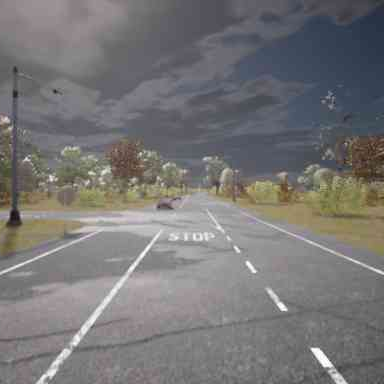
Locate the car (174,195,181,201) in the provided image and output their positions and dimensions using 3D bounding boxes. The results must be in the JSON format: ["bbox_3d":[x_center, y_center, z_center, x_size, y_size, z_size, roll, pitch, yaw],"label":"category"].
[{"bbox_3d":[-3.425,1.388,77.558,2.033,1.411,5.357,0,0,0],"label":"car"}]

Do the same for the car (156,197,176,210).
[{"bbox_3d":[-3.416,1.543,41.556,1.895,1.301,4.718,0,0,0],"label":"car"}]
